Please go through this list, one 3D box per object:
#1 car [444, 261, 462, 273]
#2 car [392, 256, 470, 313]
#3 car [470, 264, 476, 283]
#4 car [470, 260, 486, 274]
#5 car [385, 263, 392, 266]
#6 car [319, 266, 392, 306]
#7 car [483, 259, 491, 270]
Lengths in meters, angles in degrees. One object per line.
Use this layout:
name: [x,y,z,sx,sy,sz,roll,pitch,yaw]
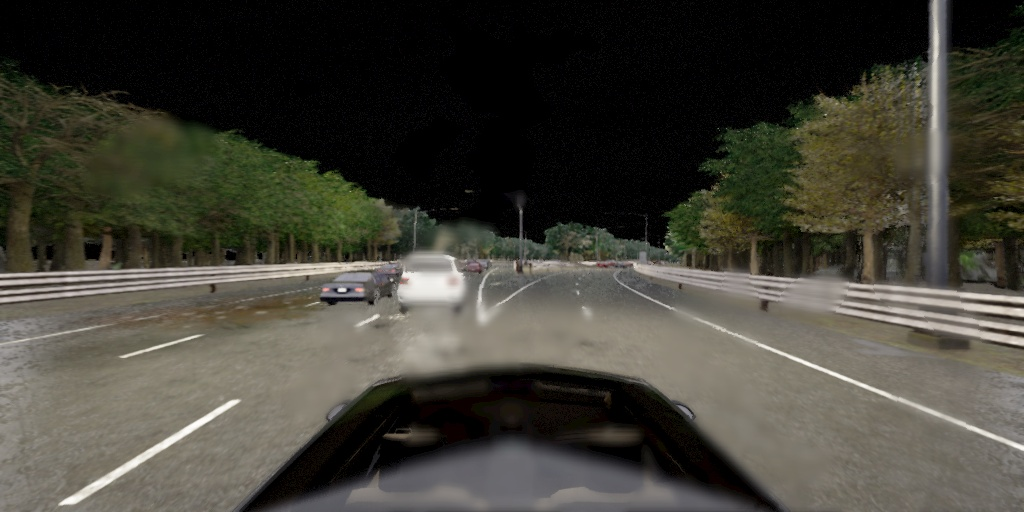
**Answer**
car: [-8.206,1.527,50.568,1.812,1.442,4.674,0,0,-1]
car: [-2.971,1.029,14.419,2.150,2.045,5.566,0,0,-5]
car: [-3.905,1.477,26.176,1.895,1.301,4.718,0,0,-4]
car: [-4.726,1.531,45.967,1.812,1.442,4.674,0,0,-1]
car: [-11.445,1.419,35.118,2.033,1.411,5.357,1,0,-2]
car: [-6.514,1.332,15.794,2.033,1.411,5.357,1,0,-5]
car: [-4.799,1.643,61.060,2.033,1.411,5.357,0,0,1]
